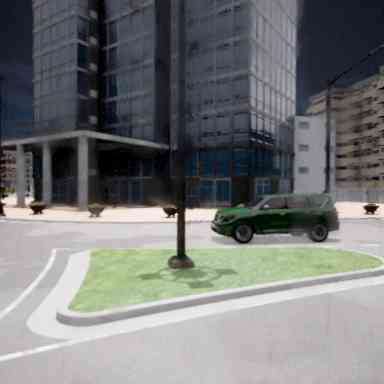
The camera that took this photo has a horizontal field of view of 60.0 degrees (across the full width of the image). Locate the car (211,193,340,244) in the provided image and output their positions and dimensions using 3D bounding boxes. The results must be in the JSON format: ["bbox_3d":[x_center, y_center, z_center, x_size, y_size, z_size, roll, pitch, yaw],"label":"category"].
[{"bbox_3d":[3.678,1.080,14.759,5.566,2.045,2.150,0,1,-8],"label":"car"}]
